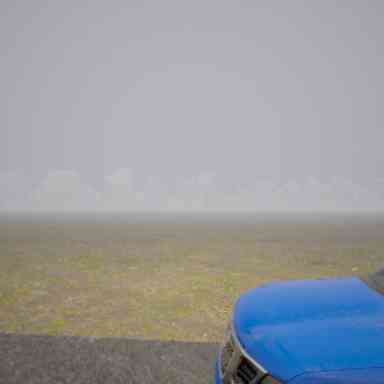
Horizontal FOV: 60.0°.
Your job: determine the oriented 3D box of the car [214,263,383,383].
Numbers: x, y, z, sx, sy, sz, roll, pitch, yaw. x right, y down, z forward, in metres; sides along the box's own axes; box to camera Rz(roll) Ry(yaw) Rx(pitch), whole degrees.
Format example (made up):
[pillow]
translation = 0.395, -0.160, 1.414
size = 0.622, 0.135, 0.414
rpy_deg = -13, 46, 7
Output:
[car]
translation = 2.941, 1.233, 2.533
size = 5.566, 2.045, 2.150
rpy_deg = 0, 0, 5
